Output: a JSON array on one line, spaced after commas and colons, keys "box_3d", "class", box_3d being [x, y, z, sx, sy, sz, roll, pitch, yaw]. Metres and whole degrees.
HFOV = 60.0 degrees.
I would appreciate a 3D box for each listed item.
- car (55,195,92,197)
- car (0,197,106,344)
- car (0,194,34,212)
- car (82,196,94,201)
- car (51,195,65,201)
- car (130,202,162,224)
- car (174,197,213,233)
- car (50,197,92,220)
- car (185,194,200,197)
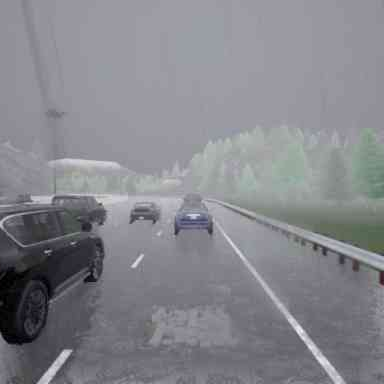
[{"box_3d": [-6.917, 1.222, 20.429, 2.150, 2.045, 5.566, 0, 0, 0], "class": "car"}, {"box_3d": [-3.406, 1.222, 6.535, 2.150, 2.045, 5.566, 0, 0, 0], "class": "car"}, {"box_3d": [-21.121, 1.222, 39.519, 2.150, 2.045, 5.566, 0, 0, 0], "class": "car"}, {"box_3d": [-25.367, 1.571, 81.277, 1.895, 1.301, 4.718, 0, 0, -5], "class": "car"}, {"box_3d": [-32.328, 1.534, 80.548, 1.994, 1.385, 4.181, 0, 0, -5], "class": "car"}, {"box_3d": [-3.421, 1.506, 24.947, 1.837, 1.490, 4.892, 0, 0, 0], "class": "car"}, {"box_3d": [0.084, 1.353, 19.556, 2.097, 1.767, 4.553, 0, 0, 0], "class": "car"}, {"box_3d": [-10.423, 1.353, 29.058, 2.097, 1.767, 4.553, 0, 0, 0], "class": "car"}, {"box_3d": [0.069, 1.223, 39.824, 2.150, 2.045, 5.566, 0, 0, 0], "class": "car"}]
